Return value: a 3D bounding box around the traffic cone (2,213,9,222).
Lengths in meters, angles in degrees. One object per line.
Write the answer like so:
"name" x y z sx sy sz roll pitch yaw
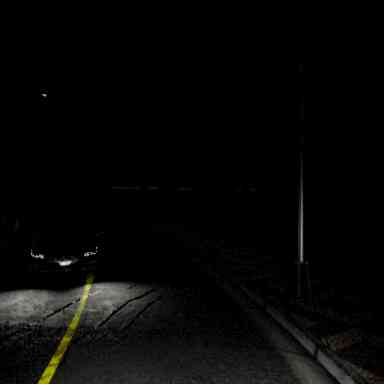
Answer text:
"traffic cone" -12.522 1.704 22.350 0.340 0.580 0.340 0 2 -39

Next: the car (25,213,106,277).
"car" -3.886 1.480 10.438 1.837 1.490 4.892 1 0 -18

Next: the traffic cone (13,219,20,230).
"traffic cone" -9.800 1.806 18.576 0.340 0.580 0.340 0 1 -32
